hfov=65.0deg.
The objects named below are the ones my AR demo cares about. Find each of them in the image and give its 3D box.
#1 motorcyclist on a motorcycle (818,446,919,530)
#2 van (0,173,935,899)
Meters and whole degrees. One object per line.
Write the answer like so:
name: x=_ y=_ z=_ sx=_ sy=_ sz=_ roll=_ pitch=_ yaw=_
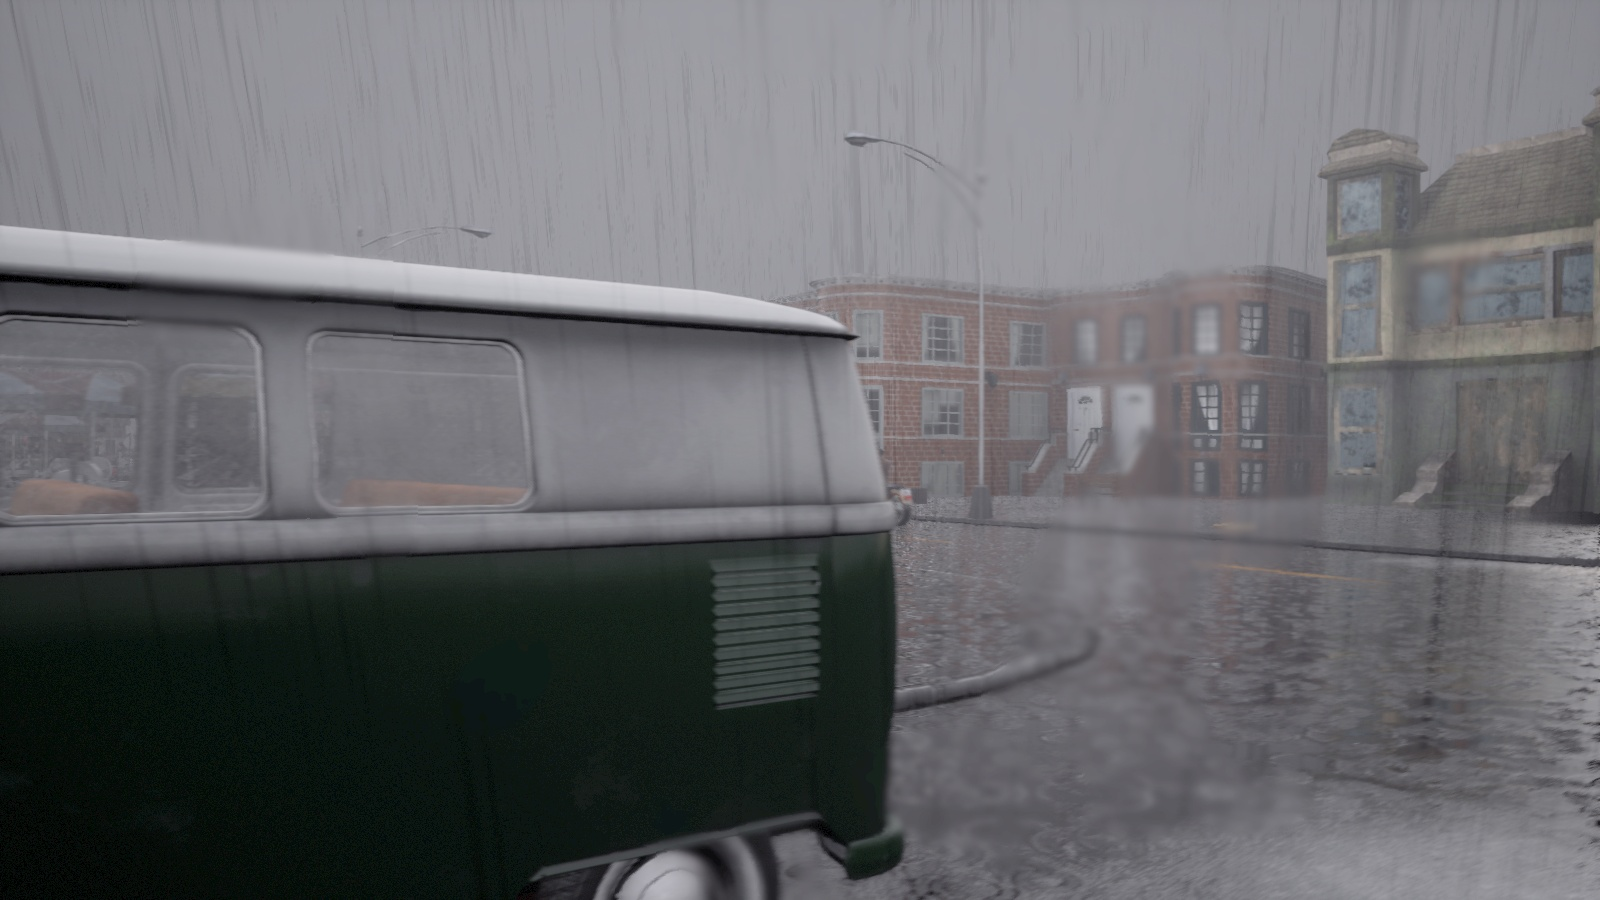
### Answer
motorcyclist on a motorcycle: x=1.376 y=0.756 z=25.810 sx=0.766 sy=1.649 sz=2.350 roll=0 pitch=0 yaw=-35
van: x=-1.948 y=0.509 z=2.908 sx=4.442 sy=1.987 sz=1.775 roll=0 pitch=0 yaw=-36
